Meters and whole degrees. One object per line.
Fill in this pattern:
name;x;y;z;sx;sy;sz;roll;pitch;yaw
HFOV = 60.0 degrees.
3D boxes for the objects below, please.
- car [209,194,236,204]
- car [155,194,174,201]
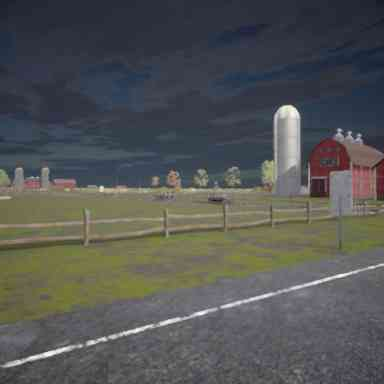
car;4.702;1.034;51.493;1.882;1.535;5.008;-1;1;-36
car;-5.433;0.993;65.681;1.895;1.301;4.718;-1;1;-36
